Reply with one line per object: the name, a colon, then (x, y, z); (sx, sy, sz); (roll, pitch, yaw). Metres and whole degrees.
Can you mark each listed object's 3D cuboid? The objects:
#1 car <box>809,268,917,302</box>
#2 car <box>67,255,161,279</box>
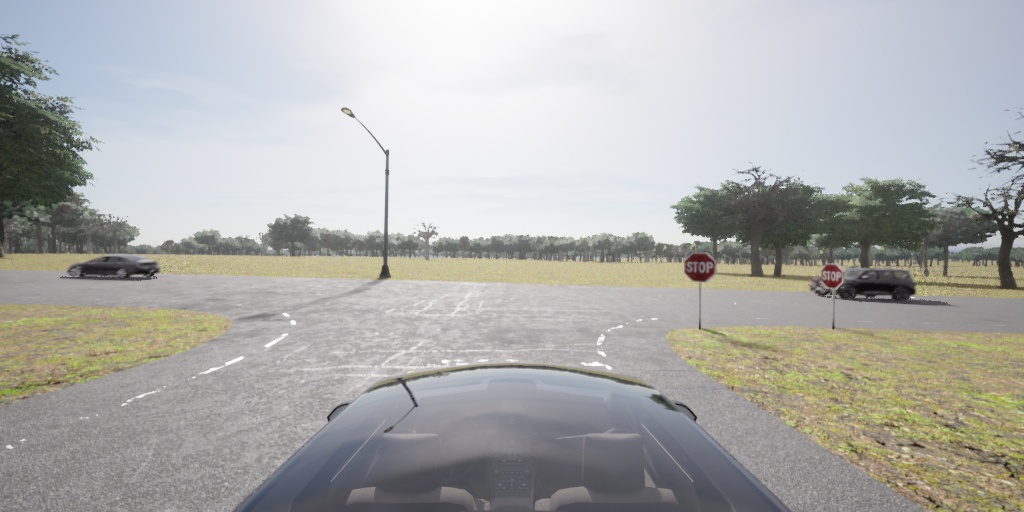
car: (22.724, 1.785, 23.301); (5.566, 2.045, 2.150); (1, 1, 0)
car: (-25.981, 0.675, 23.500); (4.892, 1.490, 1.837); (1, 1, 0)
